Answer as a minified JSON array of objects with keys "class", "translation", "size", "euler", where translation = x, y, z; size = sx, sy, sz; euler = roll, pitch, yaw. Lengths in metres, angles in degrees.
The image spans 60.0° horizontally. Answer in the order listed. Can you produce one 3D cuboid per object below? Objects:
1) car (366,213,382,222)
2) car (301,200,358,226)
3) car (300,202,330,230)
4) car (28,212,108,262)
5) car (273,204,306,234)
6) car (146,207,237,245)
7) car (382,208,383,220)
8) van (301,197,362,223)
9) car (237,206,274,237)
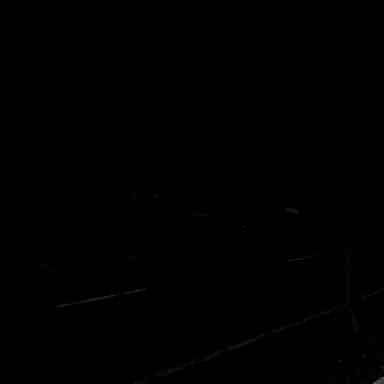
[{"class":"car","translation":[12.110,1.609,26.593],"size":[2.002,1.452,4.674],"euler":[0,0,-41]},{"class":"car","translation":[8.115,1.561,22.883],"size":[1.946,1.575,5.366],"euler":[0,0,-40]},{"class":"car","translation":[5.906,1.601,21.269],"size":[2.002,1.452,4.674],"euler":[0,0,-40]},{"class":"car","translation":[-4.886,1.539,12.701],"size":[2.163,1.488,4.792],"euler":[0,0,-36]},{"class":"car","translation":[3.818,1.583,19.507],"size":[2.163,1.488,4.792],"euler":[0,0,-39]},{"class":"car","translation":[-0.462,1.536,16.116],"size":[2.231,1.521,4.892],"euler":[0,0,-38]},{"class":"car","translation":[14.077,1.598,28.317],"size":[2.163,1.488,4.792],"euler":[0,0,-42]},{"class":"van","translation":[9.990,1.343,24.895],"size":[1.878,1.987,4.442],"euler":[0,0,-41]},{"class":"car","translation":[1.659,1.575,17.839],"size":[2.163,1.488,4.792],"euler":[0,0,-38]}]
